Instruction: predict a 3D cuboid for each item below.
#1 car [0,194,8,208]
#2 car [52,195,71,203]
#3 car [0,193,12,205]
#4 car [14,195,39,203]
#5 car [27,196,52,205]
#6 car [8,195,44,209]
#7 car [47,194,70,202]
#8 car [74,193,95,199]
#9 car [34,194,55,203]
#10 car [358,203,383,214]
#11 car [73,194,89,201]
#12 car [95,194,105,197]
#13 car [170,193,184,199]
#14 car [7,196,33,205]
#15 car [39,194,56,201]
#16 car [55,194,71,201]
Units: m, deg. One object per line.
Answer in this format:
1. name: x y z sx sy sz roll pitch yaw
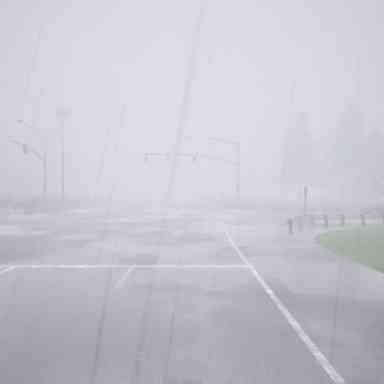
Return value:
1. car: -24.659 1.376 44.043 2.033 1.411 5.357 0 0 0
2. car: -24.606 1.309 62.970 1.994 1.385 4.181 0 0 0
3. car: -31.635 1.136 54.329 2.097 1.767 4.553 0 0 0
4. car: -31.584 1.282 63.699 2.033 1.411 5.357 0 0 0
5. car: -24.650 1.386 53.984 1.895 1.301 4.718 0 0 0
6. car: -21.154 1.361 42.721 1.812 1.442 4.674 0 0 0
7. car: -21.156 1.295 52.879 1.837 1.490 4.892 0 0 0
8. car: -21.106 1.090 64.581 2.097 1.767 4.553 0 0 0
9. car: -28.085 1.248 63.513 1.837 1.490 4.892 0 0 0
10. car: 17.374 1.386 29.274 4.902 1.511 2.128 0 0 8
11. car: -24.829 1.234 74.562 2.033 1.411 5.357 0 0 -3
12. car: -21.551 1.160 77.388 1.882 1.535 5.008 0 0 -7
13. car: -3.890 0.959 95.132 2.097 1.767 4.553 0 0 -18
14. car: -28.127 1.346 54.603 1.994 1.385 4.181 0 0 2
15. car: -31.737 1.178 73.254 1.882 1.535 5.008 0 0 -3
16. car: -28.191 1.255 72.759 1.994 1.385 4.181 0 0 -3
